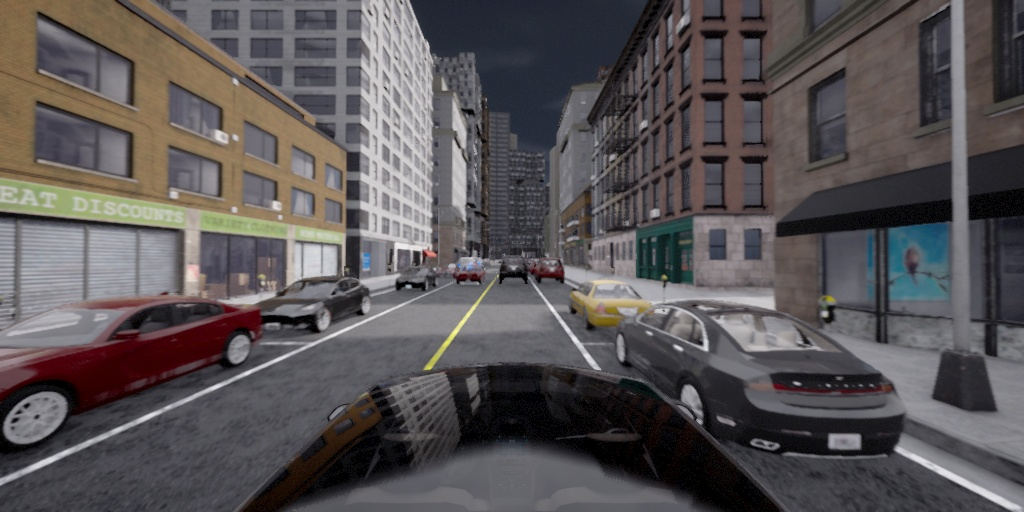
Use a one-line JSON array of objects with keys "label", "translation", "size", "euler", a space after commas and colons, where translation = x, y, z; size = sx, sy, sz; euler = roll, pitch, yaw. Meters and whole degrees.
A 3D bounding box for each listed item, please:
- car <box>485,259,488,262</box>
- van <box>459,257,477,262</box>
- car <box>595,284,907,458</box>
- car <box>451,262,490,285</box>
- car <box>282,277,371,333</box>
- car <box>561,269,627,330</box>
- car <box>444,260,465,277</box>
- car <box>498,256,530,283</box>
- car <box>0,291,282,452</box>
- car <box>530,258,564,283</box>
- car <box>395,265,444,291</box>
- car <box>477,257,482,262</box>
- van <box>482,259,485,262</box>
[{"label": "car", "translation": [-5.649, 1.296, 61.277], "size": [2.007, 1.370, 4.403], "euler": [0, 0, 0]}, {"label": "van", "translation": [-5.682, 1.090, 44.449], "size": [1.690, 1.789, 3.998], "euler": [0, 0, 0]}, {"label": "car", "translation": [2.766, 1.306, 5.165], "size": [2.007, 1.370, 4.403], "euler": [0, 0, 0]}, {"label": "car", "translation": [-2.961, 1.353, 26.498], "size": [1.895, 1.301, 4.718], "euler": [0, 0, 0]}, {"label": "car", "translation": [-5.749, 1.309, 10.793], "size": [1.948, 1.339, 4.313], "euler": [0, 0, 0]}, {"label": "car", "translation": [2.777, 1.283, 10.945], "size": [1.751, 1.417, 4.829], "euler": [0, 0, 0]}, {"label": "car", "translation": [-5.704, 1.331, 33.229], "size": [1.802, 1.307, 4.207], "euler": [0, 0, 0]}, {"label": "car", "translation": [0.116, 0.981, 27.797], "size": [2.150, 2.045, 5.566], "euler": [0, 0, 0]}, {"label": "car", "translation": [-5.760, 1.287, 5.183], "size": [1.888, 1.381, 4.507], "euler": [0, 0, 0]}, {"label": "car", "translation": [2.810, 1.076, 27.603], "size": [2.192, 1.841, 5.009], "euler": [0, 0, 0]}, {"label": "car", "translation": [-5.727, 1.312, 22.011], "size": [1.948, 1.339, 4.313], "euler": [0, 0, 0]}, {"label": "car", "translation": [-5.671, 1.188, 50.059], "size": [1.967, 1.591, 4.097], "euler": [0, 0, 0]}, {"label": "van", "translation": [-5.660, 1.088, 55.668], "size": [1.690, 1.789, 3.998], "euler": [0, 0, 0]}]
